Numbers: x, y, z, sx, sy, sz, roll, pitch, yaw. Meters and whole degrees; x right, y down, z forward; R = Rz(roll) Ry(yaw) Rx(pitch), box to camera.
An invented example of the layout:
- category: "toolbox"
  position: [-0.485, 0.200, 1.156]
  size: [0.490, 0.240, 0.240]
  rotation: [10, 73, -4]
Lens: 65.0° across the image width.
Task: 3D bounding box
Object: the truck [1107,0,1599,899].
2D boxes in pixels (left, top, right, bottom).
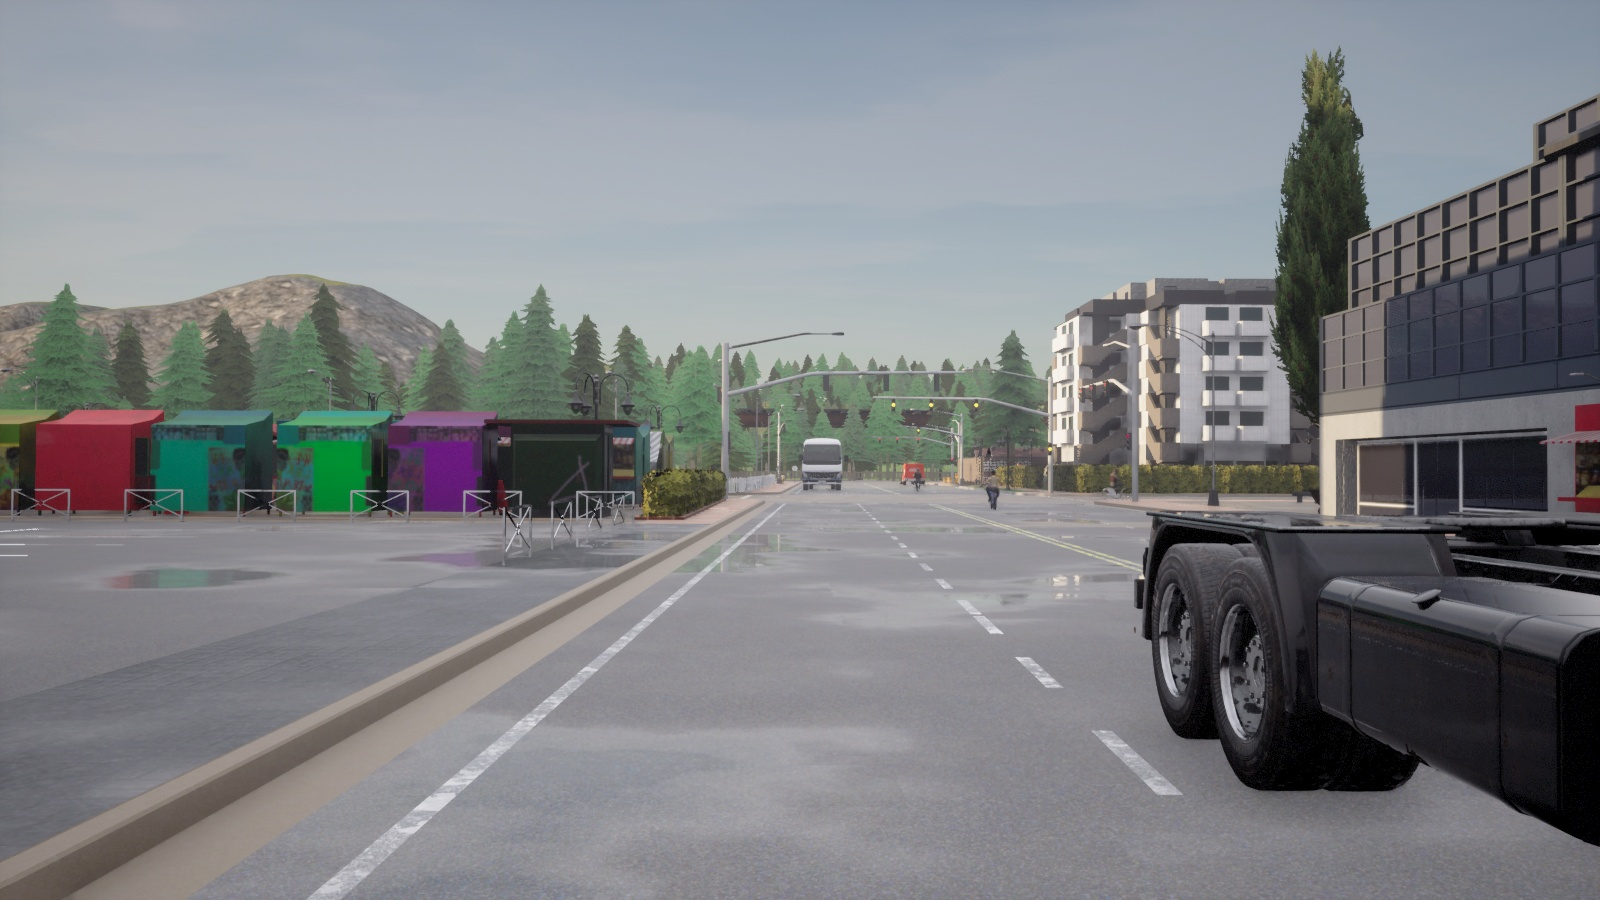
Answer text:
- category: "truck"
  position: [3.537, -0.102, 4.747]
  size: [2.891, 3.462, 7.936]
  rotation: [0, -1, 1]
